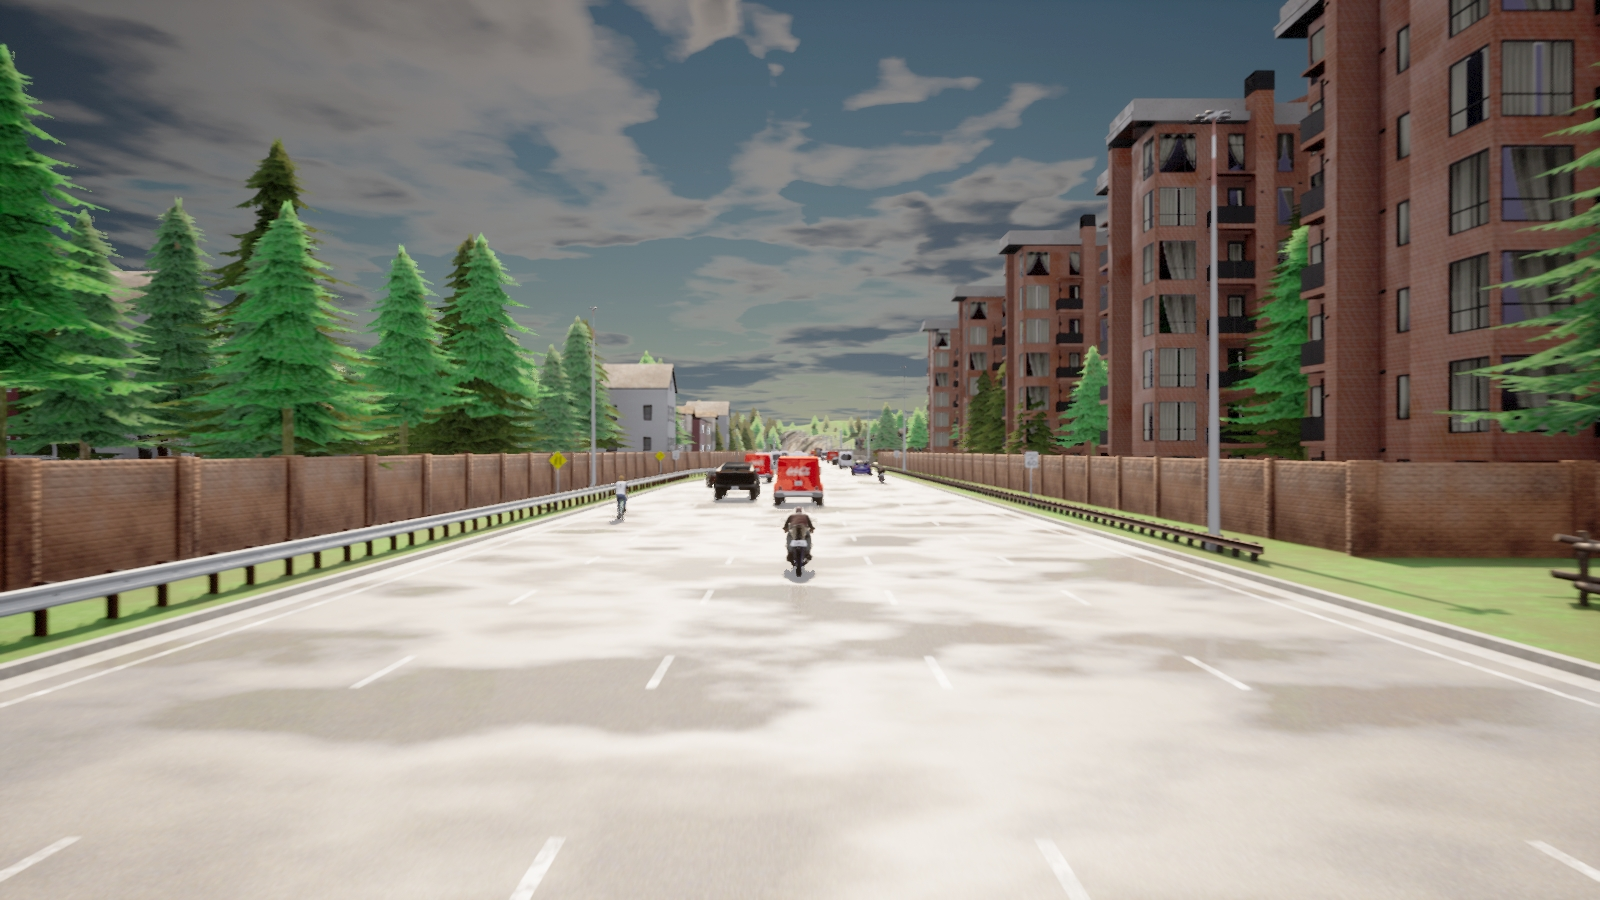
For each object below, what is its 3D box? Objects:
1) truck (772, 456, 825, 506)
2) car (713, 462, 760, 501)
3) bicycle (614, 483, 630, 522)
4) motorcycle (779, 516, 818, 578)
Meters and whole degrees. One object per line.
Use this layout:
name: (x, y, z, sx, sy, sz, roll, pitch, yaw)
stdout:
truck: (-0.076, 1.567, 60.092, 2.627, 2.467, 5.204, 0, 0, 0)
car: (-3.584, 1.753, 66.028, 2.390, 2.098, 6.274, 0, 0, 0)
bicycle: (-7.057, 2.056, 45.313, 0.373, 1.496, 1.643, 0, 0, 0)
motorcycle: (-0.026, 2.205, 26.431, 0.867, 1.251, 2.209, 0, 0, 0)
